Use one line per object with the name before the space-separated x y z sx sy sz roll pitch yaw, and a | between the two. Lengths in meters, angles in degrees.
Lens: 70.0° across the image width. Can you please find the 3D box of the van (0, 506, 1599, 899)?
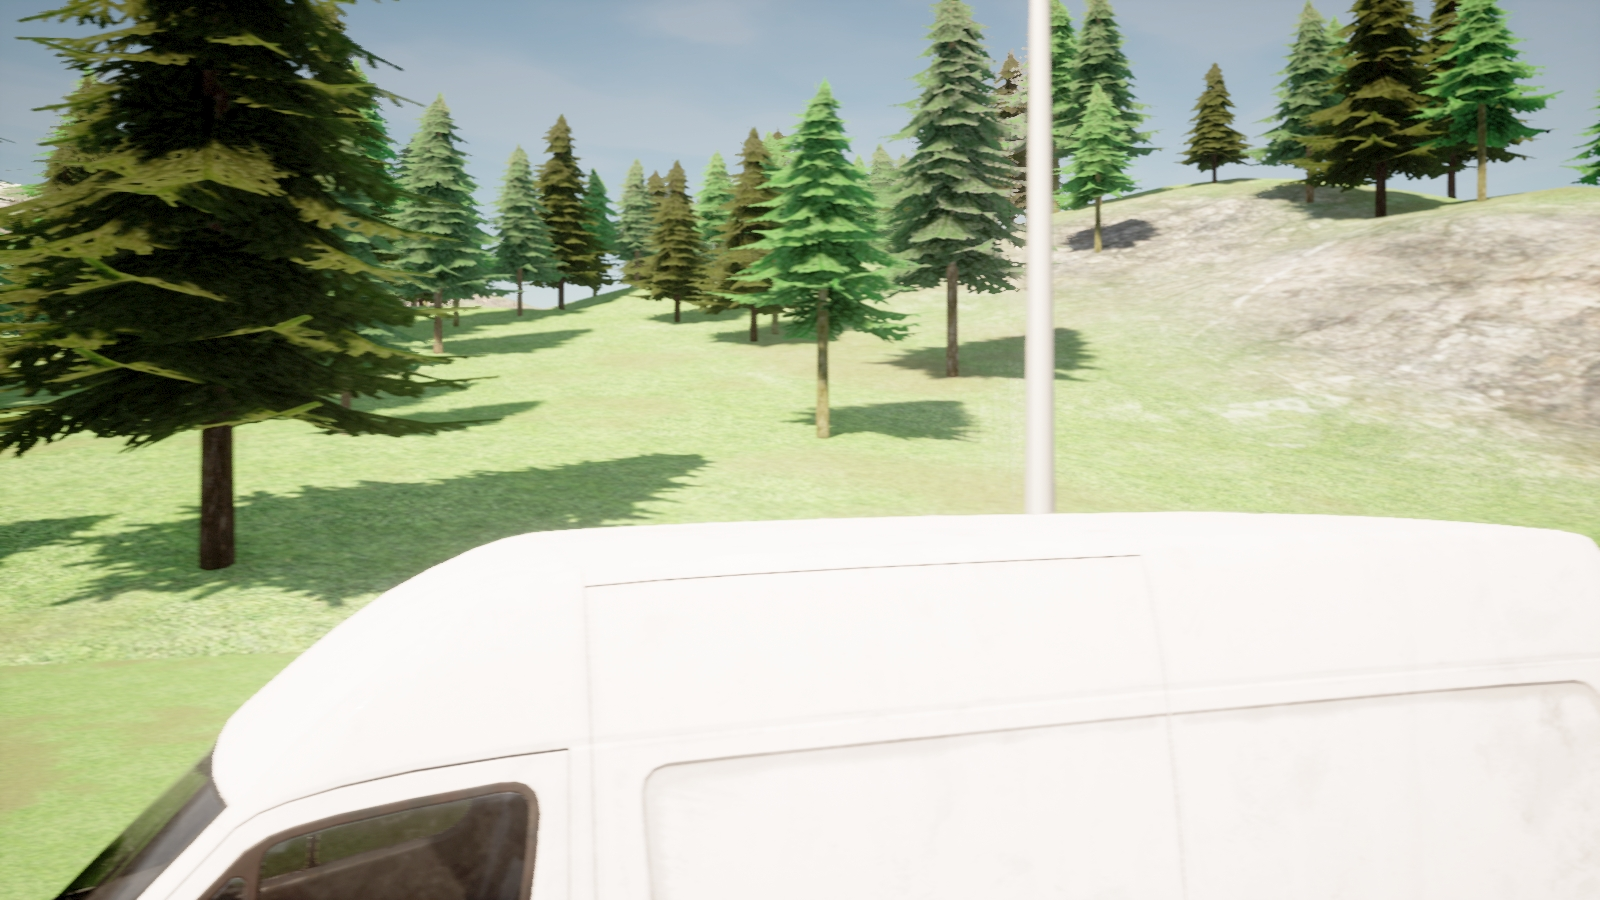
van | -0.209 1.532 3.519 5.915 2.561 1.988 0 -1 -18
